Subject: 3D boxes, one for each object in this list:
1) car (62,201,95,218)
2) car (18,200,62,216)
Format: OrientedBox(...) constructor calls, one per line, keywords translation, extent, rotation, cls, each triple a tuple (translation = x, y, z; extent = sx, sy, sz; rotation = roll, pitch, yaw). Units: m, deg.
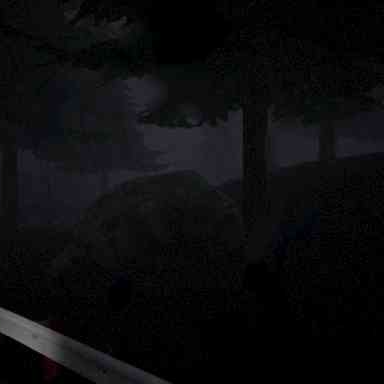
OrientedBox(translation=(-8.235, 1.509, 28.315), extent=(1.812, 1.442, 4.674), rotation=(0, 0, 35), cls="car")
OrientedBox(translation=(-13.098, 1.488, 27.917), extent=(1.837, 1.490, 4.892), rotation=(0, 0, 36), cls="car")
